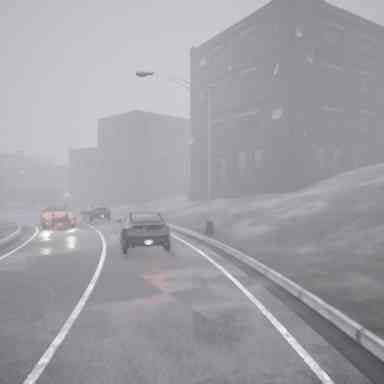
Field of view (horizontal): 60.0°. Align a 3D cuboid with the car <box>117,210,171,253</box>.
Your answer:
[{"bbox_3d":[-2.079,1.539,14.076,1.837,1.490,4.892,-1,0,-13],"label":"car"}]

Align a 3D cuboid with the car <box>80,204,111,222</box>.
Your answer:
[{"bbox_3d":[-8.849,1.847,30.288,1.837,1.490,4.892,-1,-1,-31],"label":"car"}]

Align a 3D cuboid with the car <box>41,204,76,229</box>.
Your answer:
[{"bbox_3d":[-9.799,1.661,24.295,2.097,1.767,4.553,-2,-1,-27],"label":"car"}]
